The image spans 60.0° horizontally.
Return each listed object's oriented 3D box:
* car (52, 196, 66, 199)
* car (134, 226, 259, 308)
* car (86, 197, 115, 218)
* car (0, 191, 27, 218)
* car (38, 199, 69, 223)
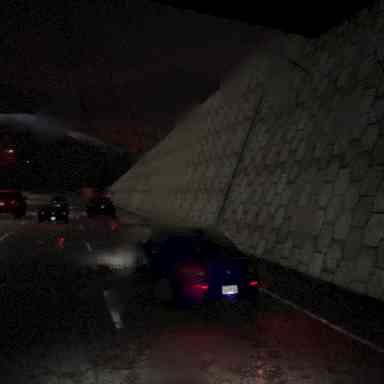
[{"bbox_3d":[-15.119,1.205,37.904,1.837,1.490,4.892,1,0,-21],"label":"car"},{"bbox_3d":[-0.137,1.538,8.009,1.812,1.442,4.674,1,0,-21],"label":"car"},{"bbox_3d":[-7.939,1.211,28.762,2.097,1.767,4.553,1,0,-21],"label":"car"},{"bbox_3d":[-14.412,0.914,26.105,2.150,2.045,5.566,1,0,-21],"label":"car"},{"bbox_3d":[-9.730,1.405,23.567,1.895,1.301,4.718,1,0,-21],"label":"car"}]
